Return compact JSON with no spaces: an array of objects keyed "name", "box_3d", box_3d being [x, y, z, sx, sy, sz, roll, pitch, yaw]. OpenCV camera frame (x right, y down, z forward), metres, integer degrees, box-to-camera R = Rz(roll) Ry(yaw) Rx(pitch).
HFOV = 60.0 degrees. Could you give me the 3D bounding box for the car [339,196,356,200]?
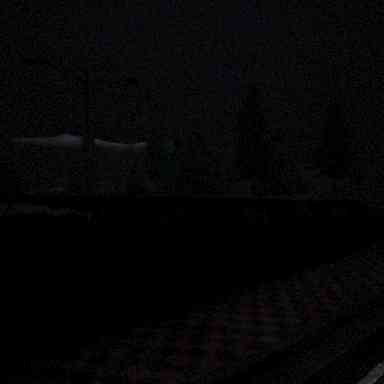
[{"name":"car","box_3d":[32.434,1.524,69.583,2.097,1.767,4.553,0,0,6]}]
